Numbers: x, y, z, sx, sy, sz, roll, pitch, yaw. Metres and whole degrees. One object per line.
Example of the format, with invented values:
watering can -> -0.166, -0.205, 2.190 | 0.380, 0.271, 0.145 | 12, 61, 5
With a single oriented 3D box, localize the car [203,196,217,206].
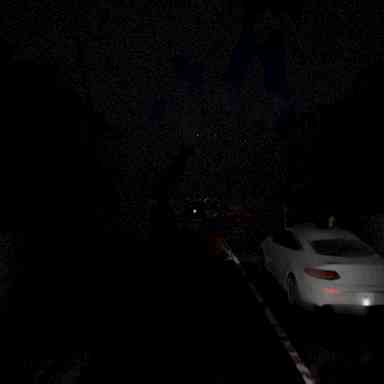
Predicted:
car -> 2.932, 1.422, 53.989 | 2.008, 1.369, 4.403 | -1, 0, 0

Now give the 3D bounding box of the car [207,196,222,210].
car -> 2.840, 1.461, 37.770 | 1.947, 1.339, 4.313 | -1, 0, 0

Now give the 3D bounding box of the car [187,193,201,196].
car -> 0.327, 1.106, 44.400 | 2.150, 2.045, 5.566 | 0, 0, 2

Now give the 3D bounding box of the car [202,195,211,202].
car -> 3.025, 1.402, 70.209 | 1.887, 1.381, 4.507 | -1, 0, 0

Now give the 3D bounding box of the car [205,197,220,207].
car -> 2.901, 1.422, 48.583 | 1.887, 1.381, 4.507 | -1, 0, 0

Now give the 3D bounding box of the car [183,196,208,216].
car -> 0.270, 1.412, 31.389 | 1.837, 1.490, 4.892 | 0, 0, 0

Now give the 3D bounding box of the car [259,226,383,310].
car -> 2.791, 1.500, 7.626 | 1.812, 1.442, 4.674 | 0, 0, 0

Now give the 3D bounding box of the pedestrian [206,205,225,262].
pedestrian -> 0.736, 1.259, 10.462 | 0.375, 1.860, 0.375 | -1, 1, 0

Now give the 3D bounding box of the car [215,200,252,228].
car -> 2.747, 1.477, 21.551 | 1.887, 1.381, 4.507 | -1, 0, 0
